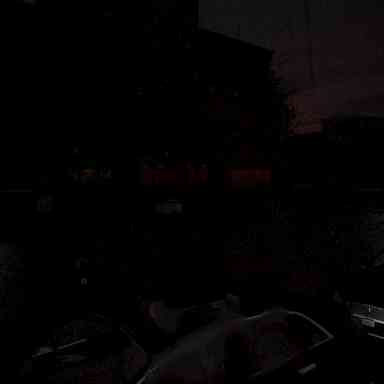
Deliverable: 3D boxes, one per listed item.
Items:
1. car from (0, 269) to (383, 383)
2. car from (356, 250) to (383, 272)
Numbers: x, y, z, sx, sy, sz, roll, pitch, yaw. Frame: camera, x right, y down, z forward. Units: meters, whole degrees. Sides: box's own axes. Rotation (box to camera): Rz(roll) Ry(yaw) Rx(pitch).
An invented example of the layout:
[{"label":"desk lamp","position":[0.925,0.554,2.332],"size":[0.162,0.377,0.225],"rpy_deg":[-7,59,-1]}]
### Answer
[{"label":"car","position":[-0.251,1.550,2.656],"size":[4.403,1.369,2.008],"rpy_deg":[0,-2,-35]},{"label":"car","position":[4.188,1.549,5.817],"size":[4.403,1.369,2.008],"rpy_deg":[0,-2,-35]}]
